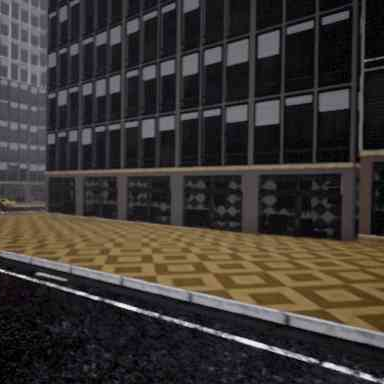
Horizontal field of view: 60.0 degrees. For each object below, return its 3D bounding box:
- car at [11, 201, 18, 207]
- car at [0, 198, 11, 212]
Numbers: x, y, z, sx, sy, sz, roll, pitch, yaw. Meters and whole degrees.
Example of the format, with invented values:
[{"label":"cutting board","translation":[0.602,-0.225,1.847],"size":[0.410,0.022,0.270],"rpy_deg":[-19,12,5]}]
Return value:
[{"label":"car","translation":[-26.356,1.468,45.082],"size":[1.752,1.417,4.829],"rpy_deg":[1,0,36]},{"label":"car","translation":[-22.854,1.375,35.708],"size":[2.192,1.841,5.009],"rpy_deg":[1,0,36]}]
